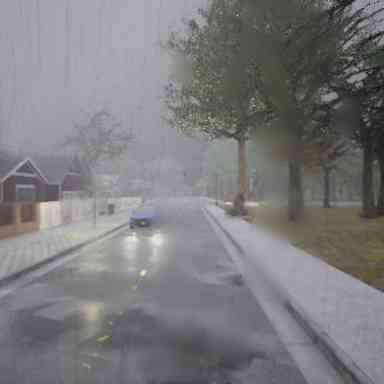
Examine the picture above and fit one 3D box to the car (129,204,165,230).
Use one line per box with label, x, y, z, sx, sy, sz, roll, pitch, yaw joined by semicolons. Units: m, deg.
car;-2.847;1.563;21.943;1.882;1.535;5.008;0;0;0
